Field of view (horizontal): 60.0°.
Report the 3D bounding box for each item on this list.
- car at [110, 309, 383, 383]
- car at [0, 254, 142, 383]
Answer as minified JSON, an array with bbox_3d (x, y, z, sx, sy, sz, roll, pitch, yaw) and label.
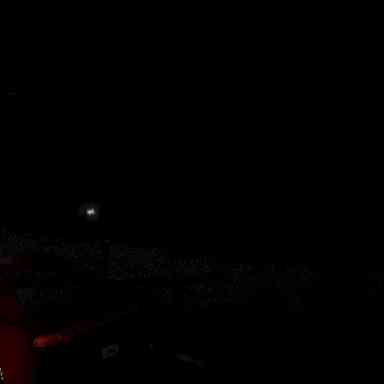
[{"bbox_3d":[1.863,1.537,1.639,4.507,1.381,1.887,-1,-1,35],"label":"car"},{"bbox_3d":[-2.697,1.603,4.891,4.507,1.381,1.887,-1,-1,35],"label":"car"}]
